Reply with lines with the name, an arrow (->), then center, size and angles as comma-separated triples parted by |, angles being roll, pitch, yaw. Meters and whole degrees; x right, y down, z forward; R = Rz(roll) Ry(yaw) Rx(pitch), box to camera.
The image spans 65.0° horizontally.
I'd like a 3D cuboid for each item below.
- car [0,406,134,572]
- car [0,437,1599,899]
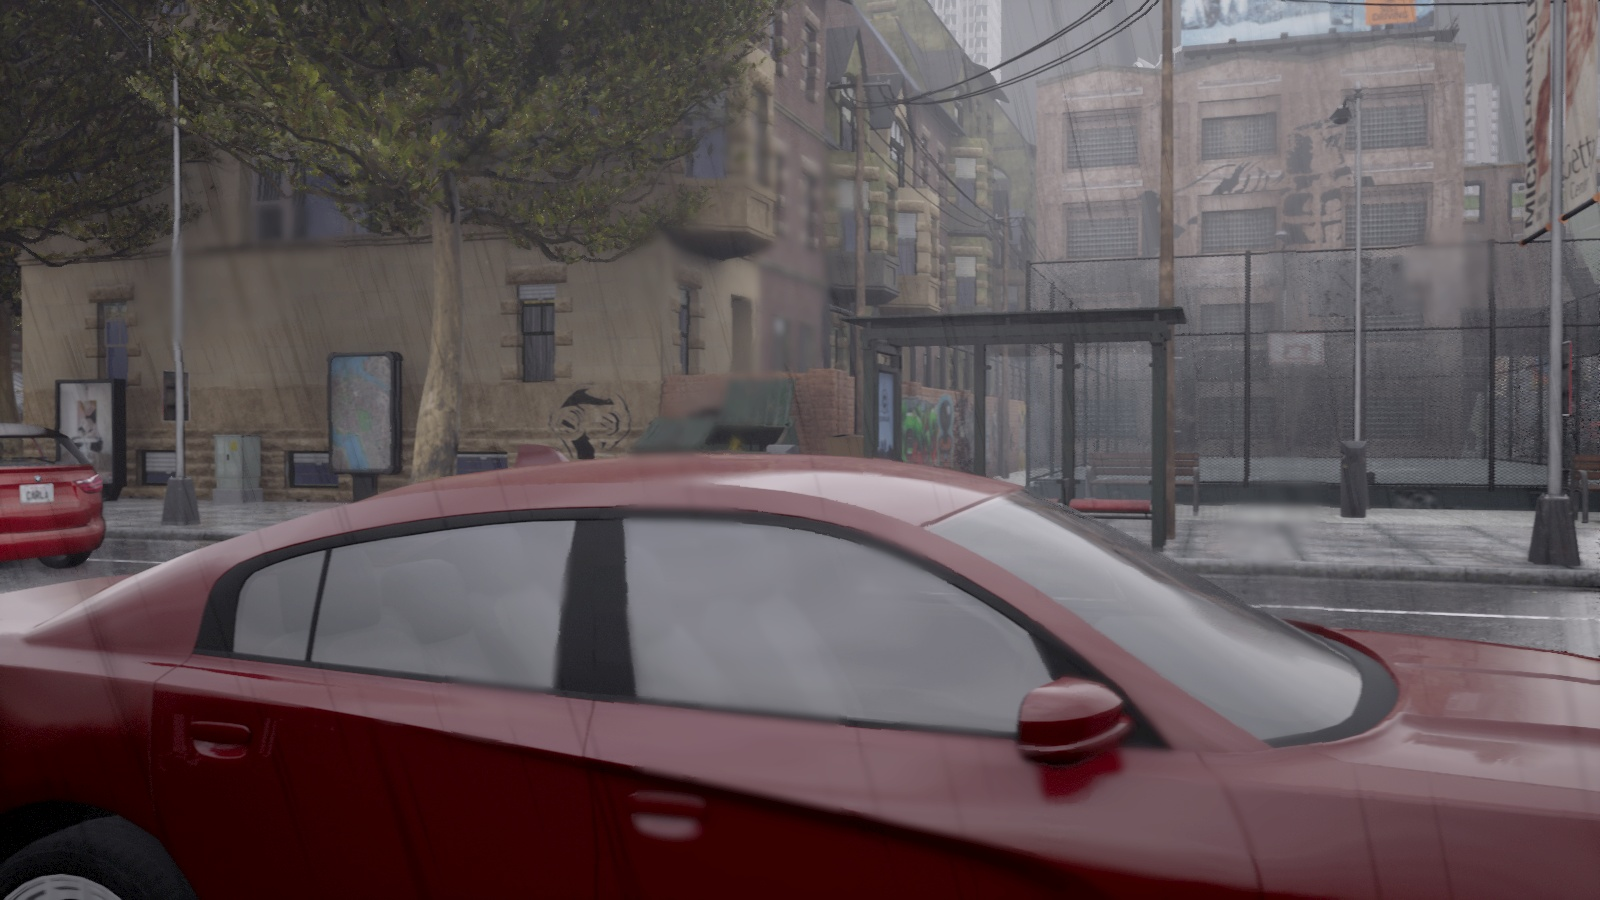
car -> -10.083, 0.375, 13.869 | 4.611, 1.667, 2.242 | 0, 1, 18
car -> 0.093, 0.751, 3.132 | 5.008, 1.535, 1.882 | 0, 1, 18
